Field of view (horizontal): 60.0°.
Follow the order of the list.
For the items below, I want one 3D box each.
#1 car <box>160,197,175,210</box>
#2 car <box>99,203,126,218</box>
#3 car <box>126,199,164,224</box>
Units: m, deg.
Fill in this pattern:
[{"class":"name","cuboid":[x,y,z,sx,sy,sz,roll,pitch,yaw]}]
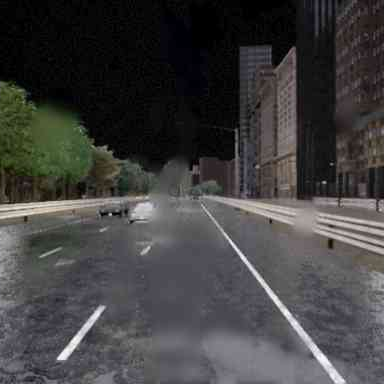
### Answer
[{"class":"car","cuboid":[-3.402,1.380,43.788,2.097,1.767,4.553,0,0,0]},{"class":"car","cuboid":[-6.908,1.611,30.328,1.895,1.301,4.718,0,0,0]},{"class":"car","cuboid":[-3.398,1.531,24.771,1.812,1.442,4.674,0,0,0]}]
